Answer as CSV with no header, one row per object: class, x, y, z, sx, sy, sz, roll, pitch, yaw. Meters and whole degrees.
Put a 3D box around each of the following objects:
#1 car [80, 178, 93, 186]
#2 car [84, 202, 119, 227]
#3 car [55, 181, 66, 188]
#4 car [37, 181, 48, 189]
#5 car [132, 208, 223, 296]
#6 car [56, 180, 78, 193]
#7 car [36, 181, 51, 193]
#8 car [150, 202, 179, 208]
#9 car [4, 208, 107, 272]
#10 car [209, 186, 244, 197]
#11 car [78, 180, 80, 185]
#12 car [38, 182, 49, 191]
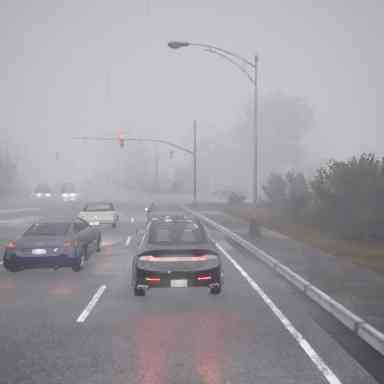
car,-26.350,-2.473,83.769,2.150,2.045,5.566,-1,3,-25
car,-5.259,1.226,19.224,1.895,1.301,4.718,0,2,-9
car,-28.879,-1.643,72.773,1.837,1.490,4.892,-1,3,-25
car,-31.955,-1.531,71.094,2.128,1.511,4.902,-1,3,-25
car,-0.415,1.409,8.480,2.128,1.511,4.902,0,1,-4
car,-20.360,-0.684,54.080,2.128,1.511,4.902,-2,3,-27
car,-23.425,-0.529,52.490,1.994,1.385,4.181,-1,3,-23
car,-1.471,1.218,17.817,2.033,1.411,5.357,0,2,-9
car,-4.123,1.452,10.502,1.994,1.385,4.181,0,1,-6
car,4.808,-0.091,46.025,4.902,1.511,2.128,0,3,-22
car,-29.501,-2.142,82.259,1.882,1.535,5.008,-1,3,-25
car,-27.469,-1.065,61.543,1.837,1.490,4.892,-1,3,-25
